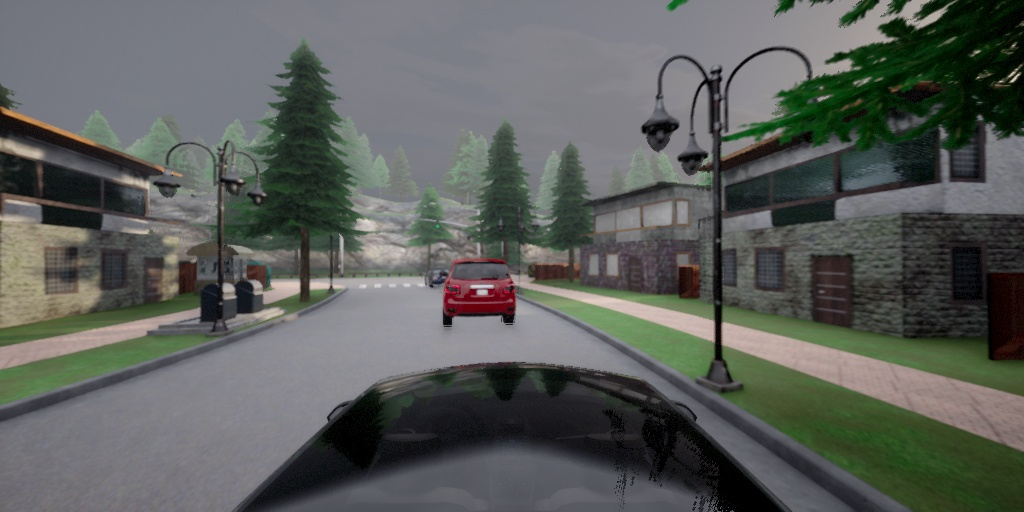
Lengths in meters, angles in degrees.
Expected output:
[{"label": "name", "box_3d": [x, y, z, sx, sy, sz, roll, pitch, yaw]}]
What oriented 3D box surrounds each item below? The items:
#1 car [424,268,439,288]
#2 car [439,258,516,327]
[{"label": "car", "box_3d": [-5.602, 1.616, 27.523, 2.033, 1.411, 5.357, 0, -1, -19]}, {"label": "car", "box_3d": [-1.297, 1.105, 12.426, 2.150, 2.045, 5.566, 0, 0, -10]}]
